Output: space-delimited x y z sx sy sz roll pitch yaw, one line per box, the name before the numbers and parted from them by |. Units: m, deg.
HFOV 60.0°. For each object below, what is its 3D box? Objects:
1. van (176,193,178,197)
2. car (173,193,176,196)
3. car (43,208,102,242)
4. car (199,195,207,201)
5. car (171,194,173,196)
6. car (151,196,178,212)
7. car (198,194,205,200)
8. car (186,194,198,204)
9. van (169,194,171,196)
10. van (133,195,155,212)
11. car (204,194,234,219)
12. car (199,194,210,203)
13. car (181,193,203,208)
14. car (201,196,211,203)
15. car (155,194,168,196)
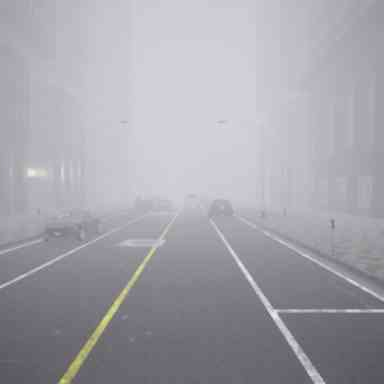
van | -5.764 1.326 95.387 1.690 1.788 3.998 0 0 0
car | -5.764 1.425 84.113 1.967 1.590 4.097 0 0 0
car | -5.764 1.537 16.473 1.887 1.381 4.507 0 0 0
car | 2.762 1.551 84.122 1.947 1.339 4.313 0 0 0
car | -5.764 1.426 72.840 1.967 1.590 4.097 0 0 0
car | -3.096 1.536 38.302 2.033 1.411 5.357 0 0 0
car | 2.761 1.425 95.393 1.967 1.590 4.097 0 0 0
car | 0.002 1.338 63.525 2.097 1.767 4.553 0 0 0
van | -5.764 1.327 67.203 1.690 1.788 3.998 0 0 0
van | -5.765 1.330 39.019 1.690 1.788 3.998 0 0 0
car | 2.388 1.342 29.043 2.097 1.767 4.553 0 0 0
car | 2.761 1.301 72.849 2.192 1.841 5.009 0 0 0
car | 0.006 1.211 46.991 2.150 2.045 5.566 0 0 0
car | 2.761 1.552 67.212 1.947 1.339 4.313 0 0 0
car | -5.765 1.302 55.929 2.192 1.841 5.009 0 0 0
